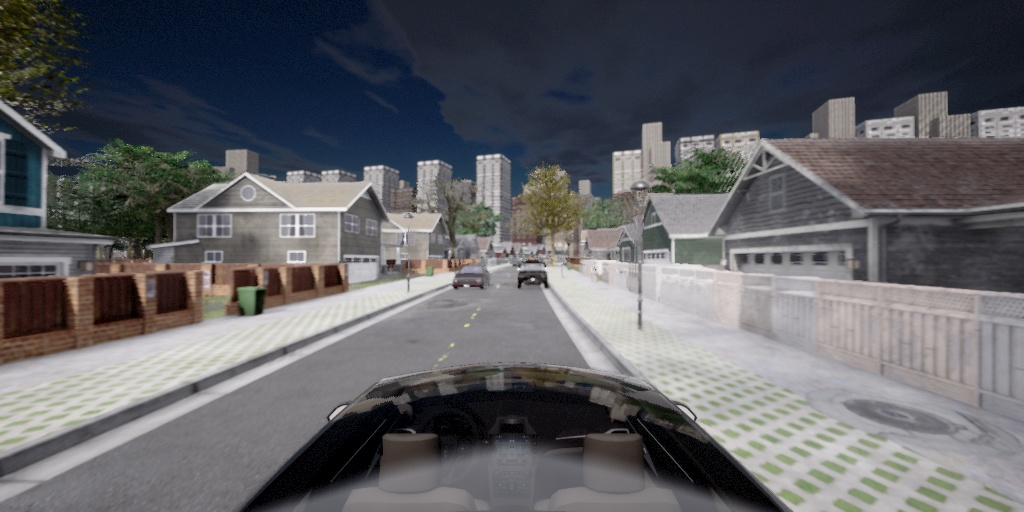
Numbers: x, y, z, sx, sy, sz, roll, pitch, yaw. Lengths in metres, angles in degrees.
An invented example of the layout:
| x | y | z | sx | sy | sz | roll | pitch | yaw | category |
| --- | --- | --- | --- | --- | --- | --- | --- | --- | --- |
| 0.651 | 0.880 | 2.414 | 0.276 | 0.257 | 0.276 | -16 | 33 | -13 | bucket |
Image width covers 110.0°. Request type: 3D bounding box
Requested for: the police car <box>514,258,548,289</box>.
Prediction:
| x | y | z | sx | sy | sz | roll | pitch | yaw | category |
| --- | --- | --- | --- | --- | --- | --- | --- | --- | --- |
| 1.322 | 1.159 | 23.344 | 1.930 | 1.638 | 5.238 | 0 | 0 | 3 | police car |

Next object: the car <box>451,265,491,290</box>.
| x | y | z | sx | sy | sz | roll | pitch | yaw | category |
| --- | --- | --- | --- | --- | --- | --- | --- | --- | --- |
| -2.379 | 1.278 | 22.358 | 2.033 | 1.411 | 5.357 | 0 | 0 | 3 | car |

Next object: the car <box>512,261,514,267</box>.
| x | y | z | sx | sy | sz | roll | pitch | yaw | category |
| --- | --- | --- | --- | --- | --- | --- | --- | --- | --- |
| 1.180 | 1.293 | 63.755 | 1.994 | 1.385 | 4.181 | 0 | 0 | 8 | car |
